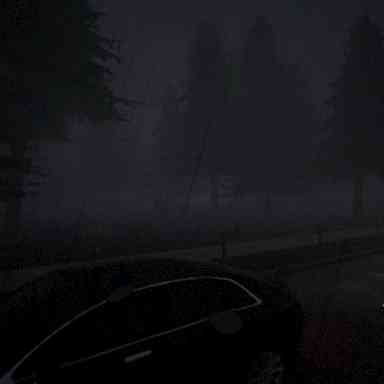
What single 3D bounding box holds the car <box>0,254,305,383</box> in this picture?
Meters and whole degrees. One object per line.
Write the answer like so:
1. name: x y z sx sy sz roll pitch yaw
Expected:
1. car: -0.884 1.506 3.358 4.892 1.490 1.837 0 0 -35
